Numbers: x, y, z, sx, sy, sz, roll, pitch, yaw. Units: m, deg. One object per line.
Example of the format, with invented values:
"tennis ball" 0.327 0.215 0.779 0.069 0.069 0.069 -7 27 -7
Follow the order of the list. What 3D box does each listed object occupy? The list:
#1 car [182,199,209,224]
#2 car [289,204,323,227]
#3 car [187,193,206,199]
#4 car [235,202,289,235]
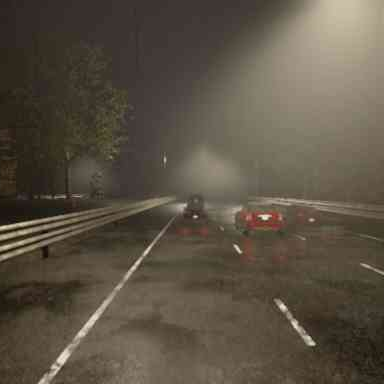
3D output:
"car" 0.263 1.514 24.815 1.812 1.442 4.674 0 0 1
"car" 7.238 1.516 22.357 1.812 1.442 4.674 0 0 1
"car" 0.565 1.199 42.992 2.150 2.045 5.566 0 0 1
"car" 3.704 1.343 18.925 2.097 1.767 4.553 0 0 1
